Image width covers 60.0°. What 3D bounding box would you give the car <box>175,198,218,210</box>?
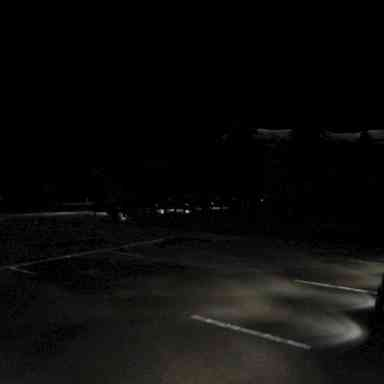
[{"bbox_3d":[0.617,1.460,42.981,4.892,1.490,1.837,0,0,-41],"label":"car"}]

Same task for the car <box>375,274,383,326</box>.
[{"bbox_3d":[5.131,1.350,4.584,4.553,1.767,2.097,0,0,36],"label":"car"}]

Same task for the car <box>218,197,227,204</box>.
[{"bbox_3d":[4.670,1.499,50.766,5.357,1.411,2.033,0,0,-37],"label":"car"}]

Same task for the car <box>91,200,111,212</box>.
[{"bbox_3d":[-9.190,1.541,38.299,1.895,1.301,4.718,0,0,43],"label":"car"}]

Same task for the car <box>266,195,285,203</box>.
[{"bbox_3d":[12.783,1.314,55.830,4.553,1.767,2.097,0,0,-28],"label":"car"}]

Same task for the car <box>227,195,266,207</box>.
[{"bbox_3d":[8.002,1.454,48.712,4.902,1.511,2.128,0,0,-35],"label":"car"}]

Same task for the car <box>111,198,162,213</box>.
[{"bbox_3d":[-6.033,1.455,36.492,1.837,1.490,4.892,0,0,43],"label":"car"}]

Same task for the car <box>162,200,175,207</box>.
[{"bbox_3d":[-2.733,1.470,44.671,4.674,1.442,1.812,0,0,-42],"label":"car"}]
